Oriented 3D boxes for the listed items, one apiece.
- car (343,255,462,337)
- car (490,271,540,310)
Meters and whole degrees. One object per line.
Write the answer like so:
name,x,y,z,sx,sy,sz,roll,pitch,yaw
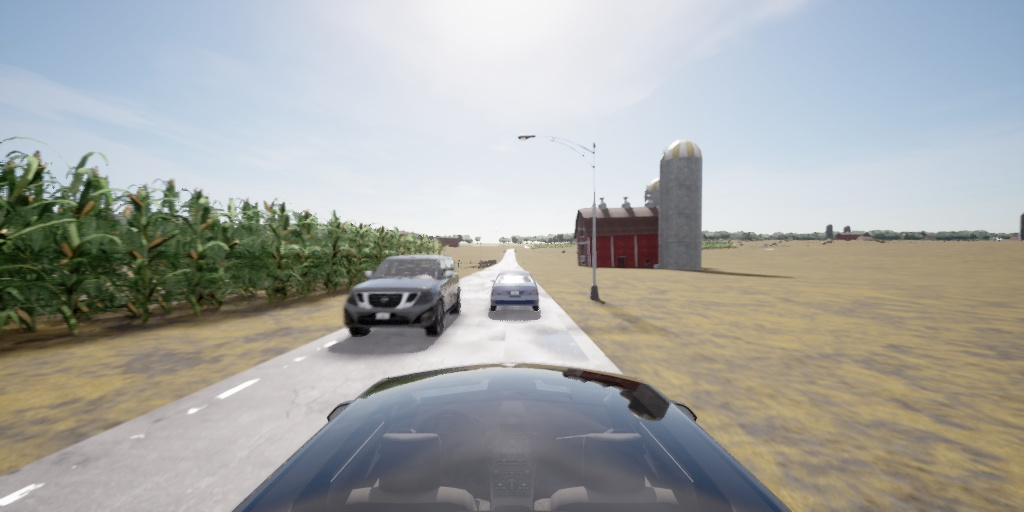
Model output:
car,-2.849,0.971,10.684,2.150,2.045,5.566,0,0,0
car,0.097,1.300,14.646,2.033,1.411,5.357,0,0,0
